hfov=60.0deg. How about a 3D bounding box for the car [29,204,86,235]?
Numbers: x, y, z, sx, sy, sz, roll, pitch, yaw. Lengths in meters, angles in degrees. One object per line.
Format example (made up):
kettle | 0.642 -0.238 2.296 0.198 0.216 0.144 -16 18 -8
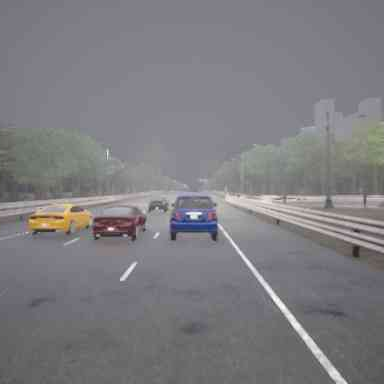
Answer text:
car | -6.911 1.381 18.043 1.882 1.535 5.008 0 0 0

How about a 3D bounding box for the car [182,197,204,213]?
car | 0.080 1.291 34.792 2.128 1.511 4.902 0 0 0

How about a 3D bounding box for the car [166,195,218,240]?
car | 0.101 1.133 16.675 2.150 2.045 5.566 0 0 0

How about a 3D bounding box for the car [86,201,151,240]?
car | -3.409 1.390 16.467 1.882 1.535 5.008 0 0 0

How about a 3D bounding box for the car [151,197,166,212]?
car | -3.420 1.304 34.896 1.837 1.490 4.892 0 0 0

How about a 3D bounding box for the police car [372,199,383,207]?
police car | 21.977 0.913 35.464 2.038 1.542 4.974 0 -1 -35
